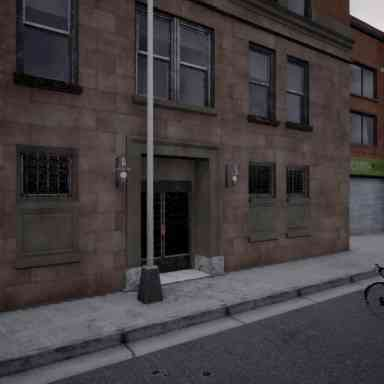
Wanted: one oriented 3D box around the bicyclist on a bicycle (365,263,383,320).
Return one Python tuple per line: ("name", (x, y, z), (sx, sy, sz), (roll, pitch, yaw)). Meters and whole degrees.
("bicyclist on a bicycle", (3.633, 1.453, 5.470), (0.582, 1.620, 1.656), (0, -2, -34))
